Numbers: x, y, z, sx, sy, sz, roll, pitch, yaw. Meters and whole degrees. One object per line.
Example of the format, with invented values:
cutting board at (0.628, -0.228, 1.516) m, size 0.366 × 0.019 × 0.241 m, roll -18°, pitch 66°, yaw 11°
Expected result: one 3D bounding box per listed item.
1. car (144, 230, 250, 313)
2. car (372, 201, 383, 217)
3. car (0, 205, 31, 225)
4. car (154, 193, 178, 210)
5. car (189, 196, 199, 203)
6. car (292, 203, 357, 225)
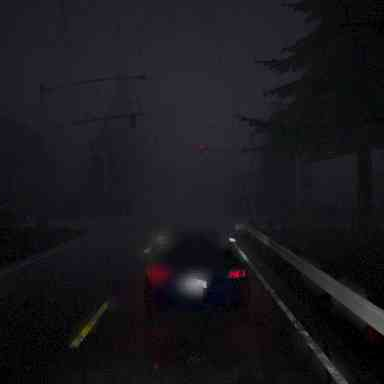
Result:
car at (0.111, 1.564, 7.745) m, size 1.994 × 1.385 × 4.181 m, roll 0°, pitch 0°, yaw 1°
car at (15.461, 1.489, 26.657) m, size 4.892 × 1.490 × 1.837 m, roll 0°, pitch 0°, yaw 0°
car at (-13.798, 1.511, 23.354) m, size 4.674 × 1.442 × 1.812 m, roll 0°, pitch 0°, yaw 1°
car at (-3.309, 1.352, 42.244) m, size 2.097 × 1.767 × 4.553 m, roll 0°, pitch 0°, yaw 1°
car at (0.444, 1.525, 66.310) m, size 1.812 × 1.442 × 4.674 m, roll 0°, pitch 0°, yaw 0°
car at (9.331, 1.510, 23.012) m, size 4.674 × 1.442 × 1.812 m, roll 0°, pitch 0°, yaw 1°
